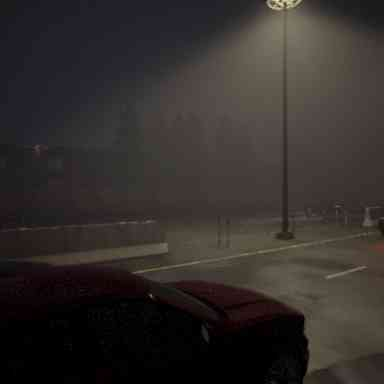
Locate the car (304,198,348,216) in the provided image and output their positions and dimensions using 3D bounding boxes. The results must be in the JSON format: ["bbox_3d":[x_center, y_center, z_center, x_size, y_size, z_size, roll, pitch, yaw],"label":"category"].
[{"bbox_3d":[12.294,1.384,30.676,4.902,1.511,2.128,0,0,-36],"label":"car"}]

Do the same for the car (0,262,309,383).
[{"bbox_3d":[-0.959,1.475,3.082,5.008,1.535,1.882,0,0,-36],"label":"car"}]

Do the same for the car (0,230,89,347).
[{"bbox_3d":[-4.500,1.553,4.843,5.357,1.411,2.033,0,0,-36],"label":"car"}]

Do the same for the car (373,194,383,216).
[{"bbox_3d":[19.738,1.180,31.799,5.566,2.045,2.150,0,0,-37],"label":"car"}]

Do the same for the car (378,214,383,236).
[{"bbox_3d":[11.005,1.419,16.374,4.902,1.511,2.128,0,0,-37],"label":"car"}]

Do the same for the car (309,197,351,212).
[{"bbox_3d":[15.571,1.379,37.423,4.902,1.511,2.128,0,0,-37],"label":"car"}]
